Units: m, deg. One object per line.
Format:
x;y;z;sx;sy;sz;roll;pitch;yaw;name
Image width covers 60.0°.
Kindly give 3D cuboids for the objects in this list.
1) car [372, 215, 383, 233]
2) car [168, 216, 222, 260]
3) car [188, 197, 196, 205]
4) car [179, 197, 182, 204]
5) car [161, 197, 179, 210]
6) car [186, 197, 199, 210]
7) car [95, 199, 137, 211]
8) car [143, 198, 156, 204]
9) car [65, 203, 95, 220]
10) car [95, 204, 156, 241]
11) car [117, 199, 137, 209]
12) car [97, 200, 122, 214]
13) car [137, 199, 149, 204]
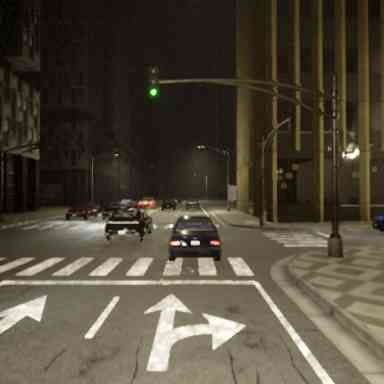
12.535;1.531;18.154;5.008;1.535;1.882;0;-1;1;car
0.099;1.626;12.714;2.033;1.411;5.357;0;0;0;car
-0.002;1.849;70.969;1.837;1.490;4.892;0;0;0;car
-3.252;1.874;70.969;2.128;1.511;4.902;0;0;0;car
-3.152;1.722;46.439;1.882;1.535;5.008;0;-1;0;car
0.097;1.743;48.584;2.128;1.511;4.902;0;0;0;car
-6.598;1.663;29.521;2.128;1.511;4.902;0;0;0;car
-6.539;1.608;48.989;2.097;1.767;4.553;0;0;0;car
-9.845;1.700;30.133;1.812;1.442;4.674;0;0;0;car
-3.150;1.600;17.331;2.128;1.511;4.902;0;0;0;car
-9.768;1.810;50.592;2.033;1.411;5.357;0;0;0;car
-9.835;1.744;40.105;1.812;1.442;4.674;0;0;0;car
-6.591;1.813;38.784;1.895;1.301;4.718;0;0;0;car
